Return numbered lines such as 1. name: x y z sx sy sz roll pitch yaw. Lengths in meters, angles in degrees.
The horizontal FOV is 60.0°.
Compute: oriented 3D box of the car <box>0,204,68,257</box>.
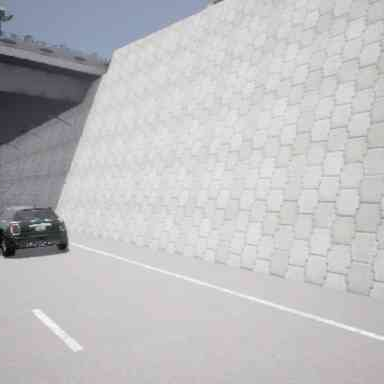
1. car: -6.719 1.335 13.356 2.097 1.767 4.553 -1 0 -40
